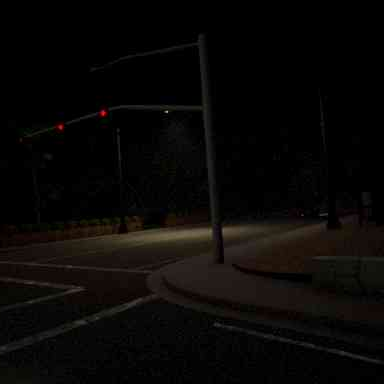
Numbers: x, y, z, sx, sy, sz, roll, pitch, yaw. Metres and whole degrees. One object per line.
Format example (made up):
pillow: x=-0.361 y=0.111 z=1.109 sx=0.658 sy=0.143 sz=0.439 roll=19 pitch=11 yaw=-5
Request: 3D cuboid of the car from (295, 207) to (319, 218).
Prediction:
car: x=15.427 y=2.678 z=44.257 sx=1.895 sy=1.301 sz=4.718 roll=-6 pitch=-4 yaw=37
